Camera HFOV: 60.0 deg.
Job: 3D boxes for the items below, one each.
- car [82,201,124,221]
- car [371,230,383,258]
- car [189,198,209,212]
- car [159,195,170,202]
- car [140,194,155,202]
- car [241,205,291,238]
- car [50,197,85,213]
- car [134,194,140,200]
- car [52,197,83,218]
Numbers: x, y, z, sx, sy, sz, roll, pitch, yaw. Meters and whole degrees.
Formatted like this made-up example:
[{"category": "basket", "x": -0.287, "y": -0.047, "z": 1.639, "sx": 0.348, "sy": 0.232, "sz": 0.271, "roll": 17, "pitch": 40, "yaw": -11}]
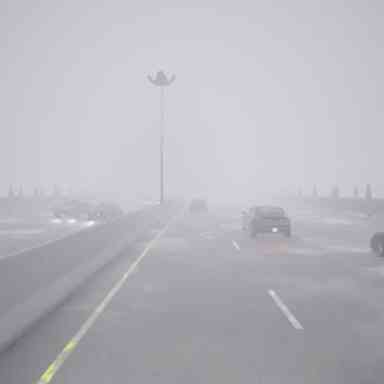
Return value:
[{"category": "car", "x": -6.733, "y": 1.453, "z": 26.083, "sx": 1.994, "sy": 1.385, "sz": 4.181, "roll": 0, "pitch": 0, "yaw": 2}, {"category": "car", "x": 7.132, "y": 1.484, "z": 9.638, "sx": 1.812, "sy": 1.442, "sz": 4.674, "roll": 0, "pitch": 0, "yaw": 0}, {"category": "car", "x": 0.763, "y": 1.337, "z": 36.215, "sx": 2.128, "sy": 1.511, "sz": 4.902, "roll": 0, "pitch": 0, "yaw": 2}, {"category": "car", "x": -5.454, "y": 1.316, "z": 66.605, "sx": 1.895, "sy": 1.301, "sz": 4.718, "roll": 0, "pitch": 0, "yaw": 2}, {"category": "car", "x": -8.879, "y": 1.231, "z": 69.168, "sx": 2.128, "sy": 1.511, "sz": 4.902, "roll": 0, "pitch": 0, "yaw": 2}, {"category": "car", "x": 3.753, "y": 1.431, "z": 17.283, "sx": 1.837, "sy": 1.490, "sz": 4.892, "roll": 0, "pitch": 0, "yaw": 1}, {"category": "car", "x": -13.439, "y": 1.353, "z": 36.141, "sx": 1.837, "sy": 1.490, "sz": 4.892, "roll": 0, "pitch": 0, "yaw": 2}, {"category": "car", "x": -12.162, "y": 1.158, "z": 76.638, "sx": 1.837, "sy": 1.490, "sz": 4.892, "roll": 0, "pitch": 0, "yaw": 2}, {"category": "car", "x": -10.154, "y": 1.424, "z": 28.932, "sx": 2.033, "sy": 1.411, "sz": 5.357, "roll": 0, "pitch": 0, "yaw": 2}]
